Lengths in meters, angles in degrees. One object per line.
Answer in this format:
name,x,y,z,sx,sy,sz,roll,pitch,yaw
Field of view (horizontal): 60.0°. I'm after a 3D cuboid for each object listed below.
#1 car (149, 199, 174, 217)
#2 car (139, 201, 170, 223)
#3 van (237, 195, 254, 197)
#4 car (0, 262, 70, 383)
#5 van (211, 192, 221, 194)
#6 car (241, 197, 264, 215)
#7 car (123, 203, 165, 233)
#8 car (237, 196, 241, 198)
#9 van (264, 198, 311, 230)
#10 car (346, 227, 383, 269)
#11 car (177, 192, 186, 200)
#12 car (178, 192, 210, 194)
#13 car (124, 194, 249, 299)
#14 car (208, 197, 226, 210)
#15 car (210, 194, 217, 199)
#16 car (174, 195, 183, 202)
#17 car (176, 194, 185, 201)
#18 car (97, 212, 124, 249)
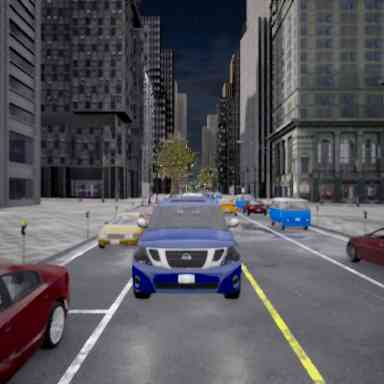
car,-2.766,1.431,31.117,1.887,1.381,4.507,0,0,0
car,-2.767,1.451,25.591,1.887,1.381,4.507,0,0,0
van,5.792,1.209,36.620,1.690,1.788,3.998,0,0,0
car,-2.770,1.531,3.490,1.887,1.381,4.507,0,0,0
van,5.791,1.094,74.604,1.690,1.788,3.998,0,0,0
car,5.789,1.432,31.095,1.887,1.381,4.507,0,0,0
car,-2.768,1.471,20.066,1.887,1.381,4.507,0,0,0
car,3.090,1.364,31.374,1.882,1.535,5.008,0,0,1
van,5.784,1.268,20.045,1.690,1.788,3.998,0,0,0
car,5.777,1.549,8.996,1.802,1.307,4.206,0,0,0
car,-2.730,1.040,85.078,2.192,1.841,5.009,0,0,0
car,0.008,1.127,25.447,2.150,2.045,5.566,0,0,0
car,-0.098,1.189,8.714,2.150,2.045,5.566,0,0,0
car,3.073,1.415,41.886,1.994,1.385,4.181,0,0,0
car,5.795,1.293,90.845,1.802,1.307,4.206,0,0,0
car,-2.743,1.293,69.040,1.752,1.417,4.829,0,0,0
car,-2.733,1.283,79.790,1.887,1.381,4.507,0,0,0
car,-2.768,1.472,14.371,1.752,1.417,4.829,0,0,0
